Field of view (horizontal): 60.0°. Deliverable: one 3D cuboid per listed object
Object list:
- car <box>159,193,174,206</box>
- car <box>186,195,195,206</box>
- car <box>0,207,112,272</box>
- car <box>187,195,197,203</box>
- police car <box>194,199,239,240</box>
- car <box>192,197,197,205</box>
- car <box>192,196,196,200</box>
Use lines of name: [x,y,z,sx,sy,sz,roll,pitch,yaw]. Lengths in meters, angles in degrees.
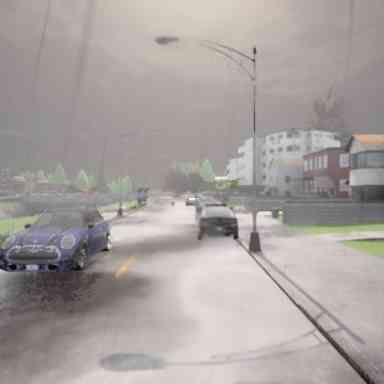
car: [-4.049,1.145,53.748,2.150,2.045,5.566,0,0,1]
car: [0.008,1.491,51.944,1.994,1.385,4.181,0,0,0]
car: [-4.098,1.337,10.765,2.097,1.767,4.553,0,0,0]
car: [0.011,1.365,67.804,1.882,1.535,5.008,0,0,0]
police car: [1.202,1.402,17.072,1.930,1.638,5.238,0,0,0]
car: [1.203,1.440,26.962,1.882,1.535,5.008,0,0,0]
car: [1.204,1.459,32.962,1.837,1.490,4.892,0,0,0]
